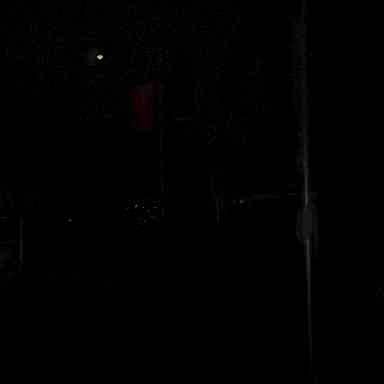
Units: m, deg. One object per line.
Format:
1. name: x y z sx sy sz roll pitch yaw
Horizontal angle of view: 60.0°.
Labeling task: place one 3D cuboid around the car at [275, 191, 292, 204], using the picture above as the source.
1. car: 11.216 0.877 44.337 1.812 1.442 4.674 -2 0 36

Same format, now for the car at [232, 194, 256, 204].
1. car: 8.125 0.997 51.303 1.994 1.385 4.181 -2 0 35

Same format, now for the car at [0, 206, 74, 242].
1. car: -7.037 1.278 13.010 2.128 1.511 4.902 -2 0 35

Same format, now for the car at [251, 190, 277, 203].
1. car: 10.825 0.705 49.499 2.097 1.767 4.553 -2 0 35

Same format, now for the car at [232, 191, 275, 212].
1. car: 5.562 0.858 30.716 2.097 1.767 4.553 -2 0 35

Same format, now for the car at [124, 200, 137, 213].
1. car: -4.682 1.285 33.472 1.837 1.490 4.892 -2 0 35

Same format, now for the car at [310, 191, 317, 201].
1. car: 18.517 0.613 48.939 1.882 1.535 5.008 -2 0 36

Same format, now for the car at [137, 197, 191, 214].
1. car: -2.269 1.260 31.257 2.033 1.411 5.357 -2 0 35

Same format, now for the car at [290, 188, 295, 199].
1. car: 16.981 0.393 52.546 2.150 2.045 5.566 -2 0 35
